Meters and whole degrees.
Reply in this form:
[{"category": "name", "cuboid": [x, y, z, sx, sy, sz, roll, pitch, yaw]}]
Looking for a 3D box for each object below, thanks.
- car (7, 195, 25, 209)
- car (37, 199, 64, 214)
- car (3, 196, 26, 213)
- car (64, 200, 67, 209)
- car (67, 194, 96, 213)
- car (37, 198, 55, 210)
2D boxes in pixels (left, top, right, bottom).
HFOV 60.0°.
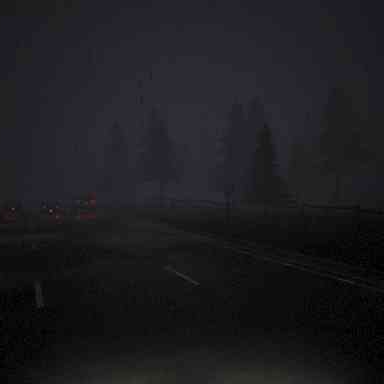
[{"category": "car", "cuboid": [-24.640, 1.352, 46.793, 2.097, 1.767, 4.553, 0, 0, -26]}, {"category": "car", "cuboid": [-15.166, 1.601, 35.471, 1.895, 1.301, 4.718, 0, 0, -26]}, {"category": "car", "cuboid": [-20.073, 1.505, 37.516, 1.837, 1.490, 4.892, 0, 0, -26]}, {"category": "car", "cuboid": [-16.575, 1.526, 46.114, 1.812, 1.442, 4.674, 0, 0, -26]}, {"category": "car", "cuboid": [-12.312, 1.221, 37.457, 2.150, 2.045, 5.566, 0, 0, -26]}, {"category": "car", "cuboid": [-19.031, 1.564, 43.322, 1.994, 1.385, 4.181, 0, 0, -27]}]
